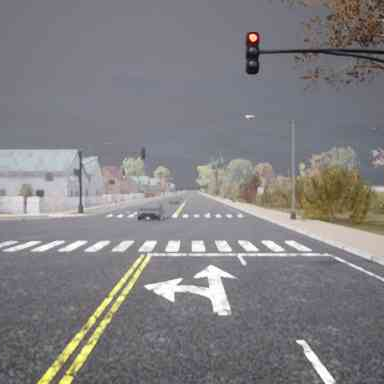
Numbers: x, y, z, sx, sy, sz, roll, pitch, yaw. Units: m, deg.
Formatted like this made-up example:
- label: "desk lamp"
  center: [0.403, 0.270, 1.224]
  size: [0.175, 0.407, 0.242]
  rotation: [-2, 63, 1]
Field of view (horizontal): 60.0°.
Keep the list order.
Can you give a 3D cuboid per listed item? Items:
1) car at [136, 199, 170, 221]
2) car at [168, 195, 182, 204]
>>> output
- label: "car"
  center: [-3.220, 1.529, 27.054]
  size: [2.033, 1.411, 5.357]
  rotation: [0, 0, 0]
- label: "car"
  center: [-3.167, 1.461, 59.283]
  size: [1.837, 1.490, 4.892]
  rotation: [0, 2, 0]
